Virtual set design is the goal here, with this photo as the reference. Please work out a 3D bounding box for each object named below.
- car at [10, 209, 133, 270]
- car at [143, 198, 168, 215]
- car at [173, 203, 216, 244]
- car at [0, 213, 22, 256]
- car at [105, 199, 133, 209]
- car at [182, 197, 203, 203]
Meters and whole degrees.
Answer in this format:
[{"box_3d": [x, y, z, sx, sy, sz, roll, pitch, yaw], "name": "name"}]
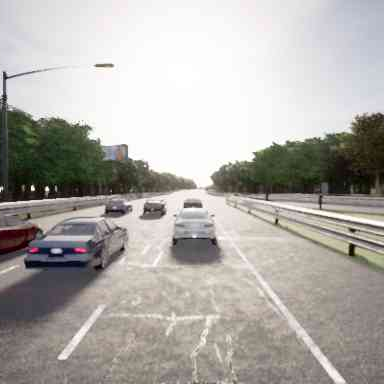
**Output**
[{"box_3d": [-3.404, 1.515, 10.869, 2.033, 1.411, 5.357, 0, 0, 0], "name": "car"}, {"box_3d": [-3.412, 1.285, 31.151, 2.128, 1.511, 4.902, 0, 0, 0], "name": "car"}, {"box_3d": [0.096, 1.460, 15.364, 1.812, 1.442, 4.674, 0, 1, 0], "name": "car"}, {"box_3d": [-6.904, 1.442, 11.345, 1.882, 1.535, 5.008, 0, 0, 0], "name": "car"}, {"box_3d": [-6.909, 1.352, 31.706, 1.994, 1.385, 4.181, 0, 0, 0], "name": "car"}, {"box_3d": [0.090, 1.257, 32.808, 1.882, 1.535, 5.008, 0, 0, 0], "name": "car"}]
